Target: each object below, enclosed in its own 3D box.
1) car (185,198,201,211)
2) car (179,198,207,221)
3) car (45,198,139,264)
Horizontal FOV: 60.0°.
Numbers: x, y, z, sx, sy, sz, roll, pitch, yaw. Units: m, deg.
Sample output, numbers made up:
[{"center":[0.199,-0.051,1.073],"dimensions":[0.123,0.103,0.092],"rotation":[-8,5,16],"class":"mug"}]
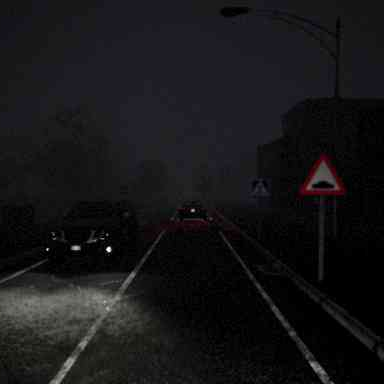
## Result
[{"center":[0.093,1.471,40.777],"dimensions":[1.812,1.442,4.674],"rotation":[0,0,0],"class":"car"},{"center":[0.069,1.450,24.524],"dimensions":[1.994,1.385,4.181],"rotation":[0,-6,0],"class":"car"},{"center":[-3.363,1.266,12.401],"dimensions":[2.150,2.045,5.566],"rotation":[0,0,0],"class":"car"}]
